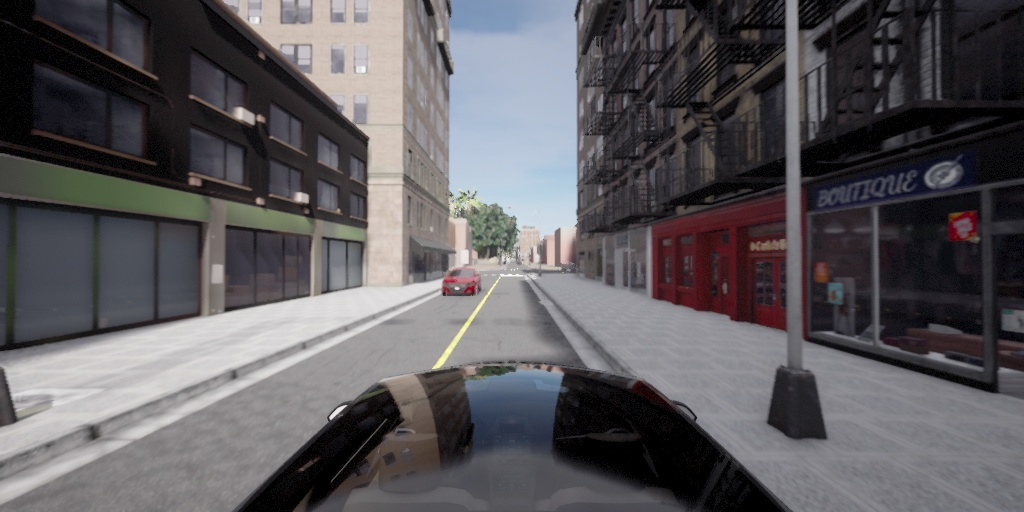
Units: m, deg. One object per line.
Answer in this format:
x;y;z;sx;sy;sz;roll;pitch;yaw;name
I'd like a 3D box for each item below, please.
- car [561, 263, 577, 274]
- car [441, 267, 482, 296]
9.707;1.775;52.983;4.902;1.511;2.128;1;-1;0;car
-2.837;1.432;21.012;1.882;1.535;5.008;0;-1;0;car
